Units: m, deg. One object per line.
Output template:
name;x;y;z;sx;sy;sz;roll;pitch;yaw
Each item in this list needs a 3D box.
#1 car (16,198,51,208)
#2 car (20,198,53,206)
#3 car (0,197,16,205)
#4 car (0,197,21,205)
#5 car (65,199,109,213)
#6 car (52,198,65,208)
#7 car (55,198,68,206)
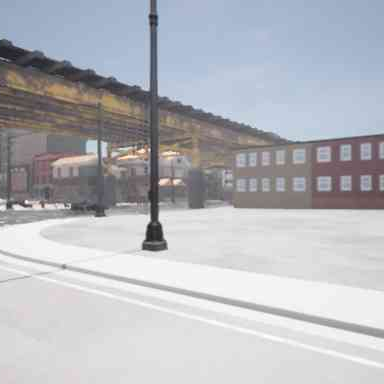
car;-24.929;1.771;53.432;4.974;1.542;2.038;0;0;7
car;-24.982;1.613;53.438;4.536;1.218;1.853;0;0;7
car;-38.231;1.735;68.459;4.536;1.218;1.853;0;0;2
car;-38.282;1.892;68.460;4.974;1.542;2.038;0;0;2
car;-12.232;1.696;40.015;2.128;1.511;4.902;0;0;33
car;-21.401;1.757;54.645;2.038;1.542;4.974;0;0;-23
car;-21.423;1.600;54.693;1.853;1.218;4.536;0;0;-23
